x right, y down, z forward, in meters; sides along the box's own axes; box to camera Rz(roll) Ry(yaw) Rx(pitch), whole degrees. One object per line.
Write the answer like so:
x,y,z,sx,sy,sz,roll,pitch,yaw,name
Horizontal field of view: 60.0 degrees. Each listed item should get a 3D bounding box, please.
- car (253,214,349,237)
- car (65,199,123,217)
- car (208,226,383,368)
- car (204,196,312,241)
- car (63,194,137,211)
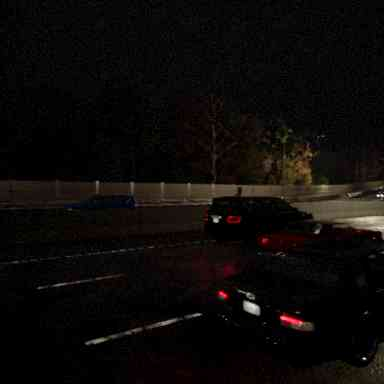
4.515,1.588,11.263,4.718,1.301,1.895,0,0,-35,car
-9.291,1.476,31.746,4.902,1.511,2.128,0,0,-35,car
2.814,1.540,5.752,5.357,1.411,2.033,0,0,-35,car
3.120,1.207,14.568,5.566,2.045,2.150,0,0,-35,car
-6.792,1.209,24.932,5.566,2.045,2.150,0,0,-36,car
